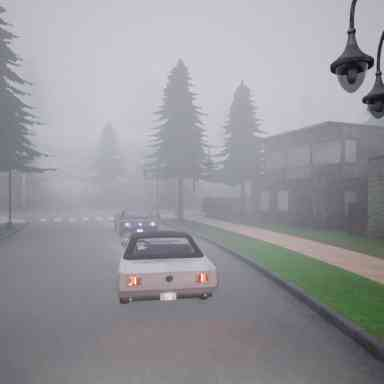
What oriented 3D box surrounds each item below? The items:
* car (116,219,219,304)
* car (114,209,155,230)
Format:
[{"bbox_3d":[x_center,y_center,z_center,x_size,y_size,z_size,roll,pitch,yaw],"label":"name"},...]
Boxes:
[{"bbox_3d":[-0.805,1.601,8.204,1.895,1.301,4.718,0,0,-10],"label":"car"},{"bbox_3d":[-3.196,1.601,18.253,1.895,1.301,4.718,0,0,-18],"label":"car"}]
